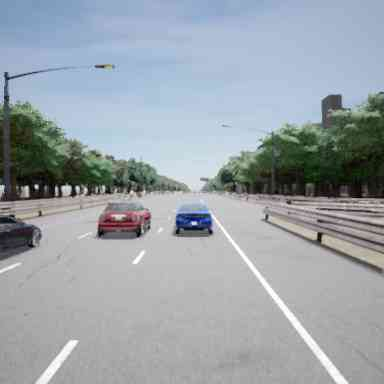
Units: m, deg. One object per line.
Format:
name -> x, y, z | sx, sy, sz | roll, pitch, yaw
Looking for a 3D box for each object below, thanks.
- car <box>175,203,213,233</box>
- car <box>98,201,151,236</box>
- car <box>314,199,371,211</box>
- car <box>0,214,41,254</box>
car -> 0.100, 1.341, 18.492 | 1.882, 1.535, 5.008 | 0, 1, 0
car -> -3.400, 1.225, 17.540 | 2.097, 1.767, 4.553 | 0, 1, 0
car -> 11.872, 1.294, 26.563 | 1.812, 1.442, 4.674 | 0, 0, -23
car -> -6.901, 1.451, 11.268 | 1.812, 1.442, 4.674 | 0, 0, 0
